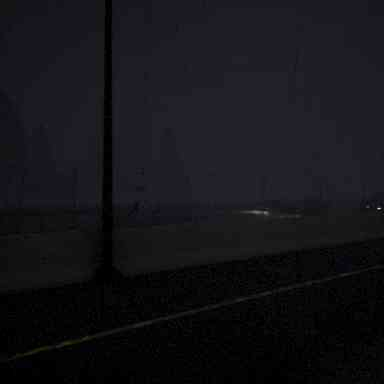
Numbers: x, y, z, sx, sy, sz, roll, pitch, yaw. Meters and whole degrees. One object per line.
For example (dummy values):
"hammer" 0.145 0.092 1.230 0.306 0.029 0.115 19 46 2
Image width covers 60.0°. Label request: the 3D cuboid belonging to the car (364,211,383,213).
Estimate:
"car" 18.473 1.034 31.795 5.566 2.045 2.150 0 1 -30
